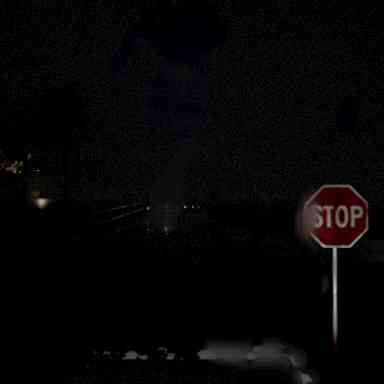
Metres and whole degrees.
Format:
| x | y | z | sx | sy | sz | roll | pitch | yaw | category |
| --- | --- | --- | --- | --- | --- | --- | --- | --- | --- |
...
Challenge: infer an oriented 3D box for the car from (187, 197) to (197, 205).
| x | y | z | sx | sy | sz | roll | pitch | yaw | category |
| --- | --- | --- | --- | --- | --- | --- | --- | --- | --- |
| -0.032 | 1.652 | 62.129 | 1.837 | 1.490 | 4.892 | 0 | 0 | 0 | car |

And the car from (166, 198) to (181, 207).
| x | y | z | sx | sy | sz | roll | pitch | yaw | category |
| --- | --- | --- | --- | --- | --- | --- | --- | --- | --- |
| -2.882 | 1.654 | 53.464 | 2.033 | 1.411 | 5.357 | 0 | 0 | 0 | car |

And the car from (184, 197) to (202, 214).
| x | y | z | sx | sy | sz | roll | pitch | yaw | category |
| --- | --- | --- | --- | --- | --- | --- | --- | --- | --- |
| 0.069 | 1.595 | 36.586 | 2.033 | 1.411 | 5.357 | 0 | 0 | 0 | car |

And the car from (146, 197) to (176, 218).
| x | y | z | sx | sy | sz | roll | pitch | yaw | category |
| --- | --- | --- | --- | --- | --- | --- | --- | --- | --- |
| -2.874 | 1.382 | 29.943 | 2.097 | 1.767 | 4.553 | 0 | 0 | 0 | car |

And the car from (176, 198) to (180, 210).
| x | y | z | sx | sy | sz | roll | pitch | yaw | category |
| --- | --- | --- | --- | --- | --- | --- | --- | --- | --- |
| -2.880 | 1.556 | 41.891 | 2.128 | 1.511 | 4.902 | 0 | 0 | 0 | car |
